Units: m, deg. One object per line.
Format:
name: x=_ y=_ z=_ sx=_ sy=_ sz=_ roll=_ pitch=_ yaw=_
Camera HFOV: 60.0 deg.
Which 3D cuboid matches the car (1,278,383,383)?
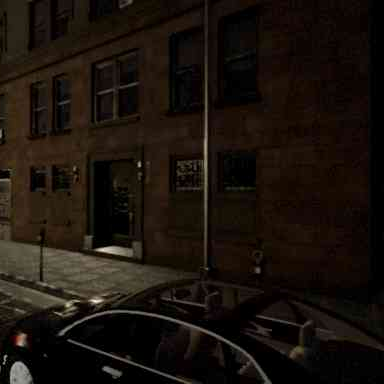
car: x=-0.125 y=1.552 z=3.166 sx=4.403 sy=1.369 sz=2.008 roll=0 pitch=0 yaw=36
